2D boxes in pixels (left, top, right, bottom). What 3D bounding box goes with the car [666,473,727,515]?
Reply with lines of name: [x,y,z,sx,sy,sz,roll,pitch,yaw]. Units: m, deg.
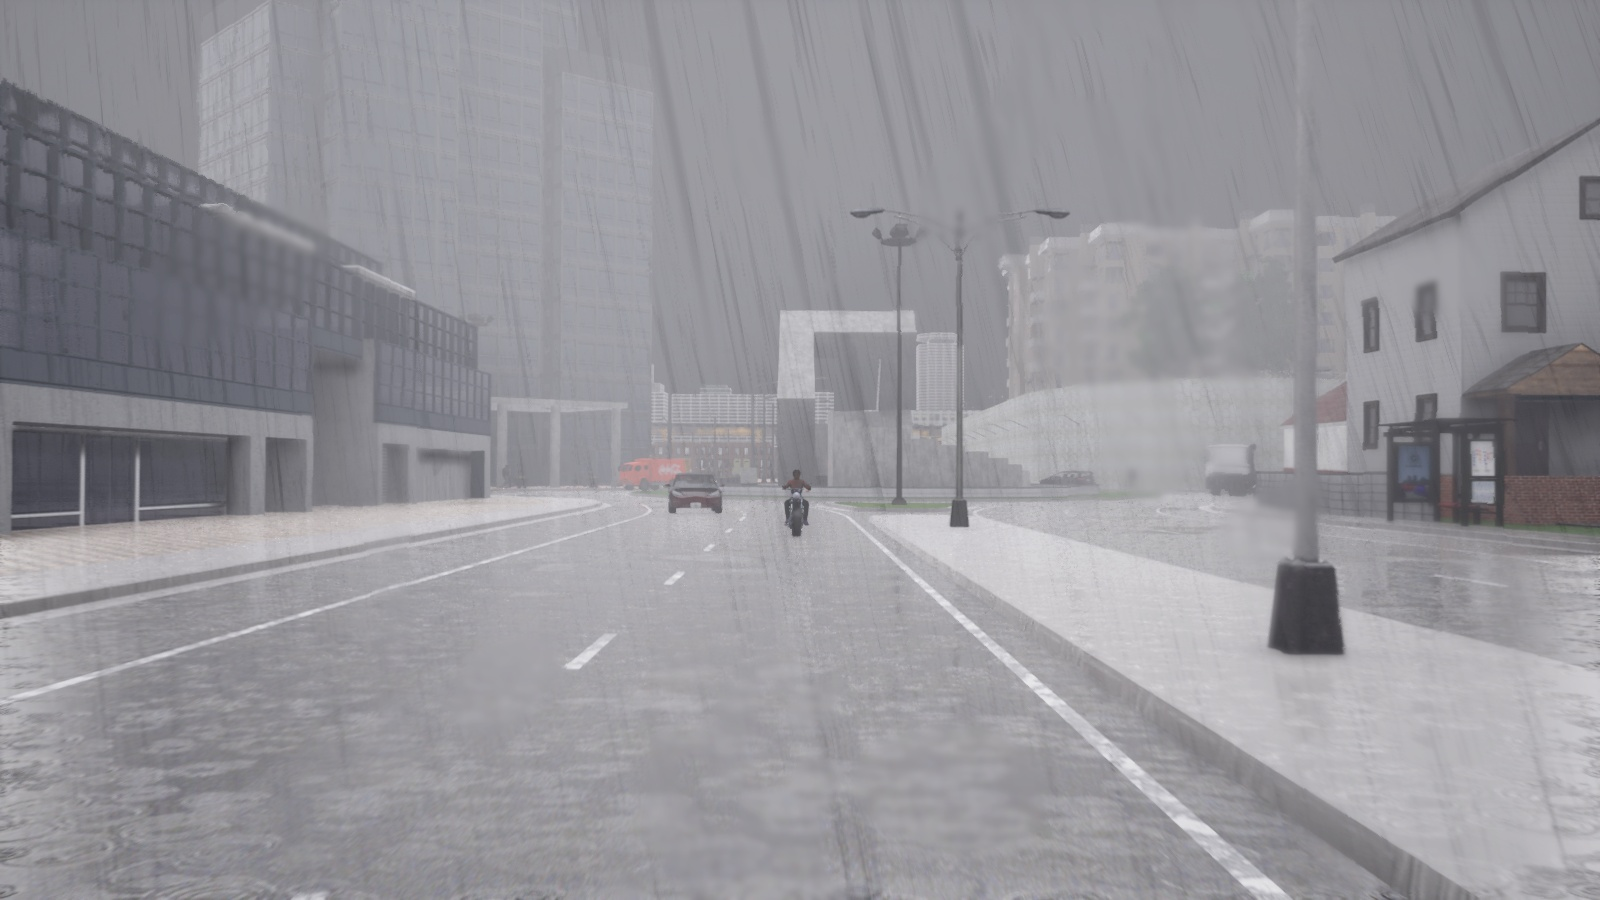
car: [-3.928,1.620,47.178,2.163,1.488,4.792,0,-1,-6]

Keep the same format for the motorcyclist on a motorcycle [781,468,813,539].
motorcyclist on a motorcycle: [-0.074,1.278,30.652,0.766,1.649,2.350,0,-1,0]

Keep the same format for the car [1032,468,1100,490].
car: [20.321,2.185,96.027,2.242,1.667,4.611,1,-1,-41]

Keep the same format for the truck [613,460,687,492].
truck: [-11.607,2.003,97.308,2.627,2.467,5.204,-1,-2,43]

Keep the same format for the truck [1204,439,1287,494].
truck: [29.490,1.112,83.503,2.891,3.462,7.936,0,-1,2]
